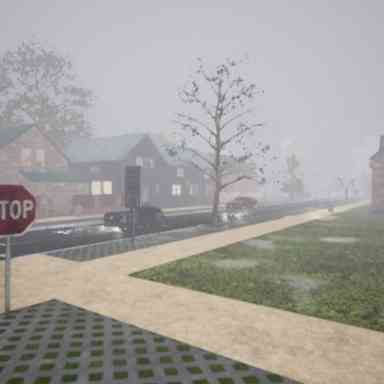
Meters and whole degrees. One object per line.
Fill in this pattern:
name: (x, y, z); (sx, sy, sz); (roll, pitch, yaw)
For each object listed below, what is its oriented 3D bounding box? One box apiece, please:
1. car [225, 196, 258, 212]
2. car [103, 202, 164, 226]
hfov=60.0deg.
car: (5.240, 1.159, 34.613); (1.882, 1.535, 5.008); (1, 1, 34)
car: (-3.647, 1.332, 21.325); (1.994, 1.385, 4.181); (1, 1, 34)
